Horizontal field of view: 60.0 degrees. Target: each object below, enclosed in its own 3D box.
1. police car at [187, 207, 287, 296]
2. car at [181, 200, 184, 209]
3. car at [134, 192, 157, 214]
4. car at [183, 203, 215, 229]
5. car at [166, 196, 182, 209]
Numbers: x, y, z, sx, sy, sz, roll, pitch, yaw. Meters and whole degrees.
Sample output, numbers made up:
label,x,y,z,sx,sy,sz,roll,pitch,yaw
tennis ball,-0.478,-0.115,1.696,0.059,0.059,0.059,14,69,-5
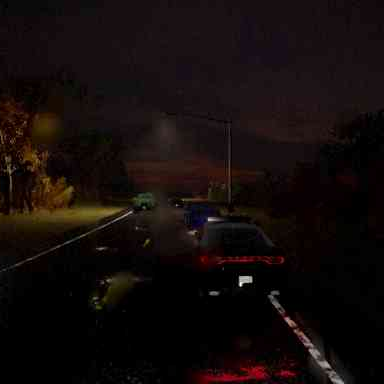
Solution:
label,x,y,z,sx,sy,sz,roll,pitch,yaw
police car,0.947,1.423,8.773,1.930,1.638,5.238,0,0,-1
car,0.356,1.512,24.741,1.812,1.442,4.674,0,0,-3
car,-4.940,1.205,35.569,2.150,2.045,5.566,0,0,-4
car,0.640,1.471,18.714,1.882,1.535,5.008,0,0,-2
car,-2.204,1.480,45.618,1.837,1.490,4.892,0,0,-5
